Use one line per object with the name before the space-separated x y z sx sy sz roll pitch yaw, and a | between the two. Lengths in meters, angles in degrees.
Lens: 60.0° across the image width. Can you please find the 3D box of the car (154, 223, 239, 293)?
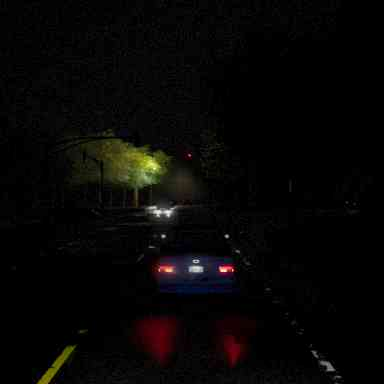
car | 0.087 1.550 8.974 2.033 1.411 5.357 0 0 0

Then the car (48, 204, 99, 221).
car | -11.229 1.874 31.465 4.674 1.442 1.812 -2 -1 2

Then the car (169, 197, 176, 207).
car | -4.370 1.910 58.908 2.097 1.767 4.553 0 -1 -1

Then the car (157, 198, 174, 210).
car | -4.182 2.000 49.804 1.895 1.301 4.718 0 -1 -1

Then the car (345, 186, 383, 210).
car | 17.043 0.496 30.475 5.566 2.045 2.150 -3 -1 3

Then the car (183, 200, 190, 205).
car | -1.526 2.963 90.978 1.895 1.301 4.718 0 -2 -1

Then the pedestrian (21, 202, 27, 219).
pedestrian | -18.100 1.917 35.640 0.375 1.860 0.375 0 1 2

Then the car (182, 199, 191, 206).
car | -1.162 2.388 75.127 1.837 1.490 4.892 0 -1 -1

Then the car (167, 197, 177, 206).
car | -4.761 2.226 79.318 2.150 2.045 5.566 0 -1 -1
